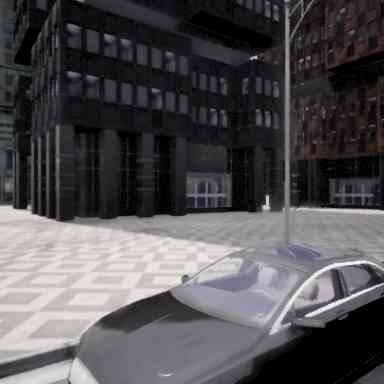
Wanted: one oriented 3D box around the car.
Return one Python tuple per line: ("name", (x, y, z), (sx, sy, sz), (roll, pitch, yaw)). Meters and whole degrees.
("car", (1.054, 1.497, 4.129), (4.902, 1.511, 2.128), (0, 0, -36))
